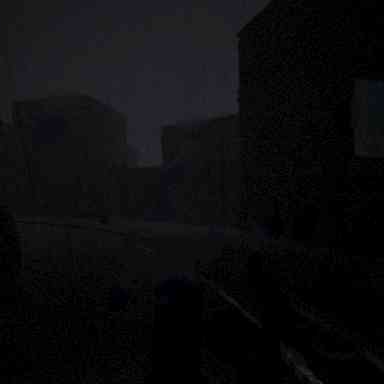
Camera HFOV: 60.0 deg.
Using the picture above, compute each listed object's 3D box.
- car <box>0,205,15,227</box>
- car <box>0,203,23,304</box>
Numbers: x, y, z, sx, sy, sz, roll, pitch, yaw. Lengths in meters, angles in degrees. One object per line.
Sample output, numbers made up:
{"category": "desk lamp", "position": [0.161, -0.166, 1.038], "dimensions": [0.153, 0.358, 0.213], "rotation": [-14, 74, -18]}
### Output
{"category": "car", "position": [-14.241, 1.600, 22.485], "dimensions": [4.181, 1.385, 1.994], "rotation": [0, -1, 28]}
{"category": "car", "position": [-4.179, 1.219, 4.992], "dimensions": [2.150, 2.045, 5.566], "rotation": [0, 0, -15]}
